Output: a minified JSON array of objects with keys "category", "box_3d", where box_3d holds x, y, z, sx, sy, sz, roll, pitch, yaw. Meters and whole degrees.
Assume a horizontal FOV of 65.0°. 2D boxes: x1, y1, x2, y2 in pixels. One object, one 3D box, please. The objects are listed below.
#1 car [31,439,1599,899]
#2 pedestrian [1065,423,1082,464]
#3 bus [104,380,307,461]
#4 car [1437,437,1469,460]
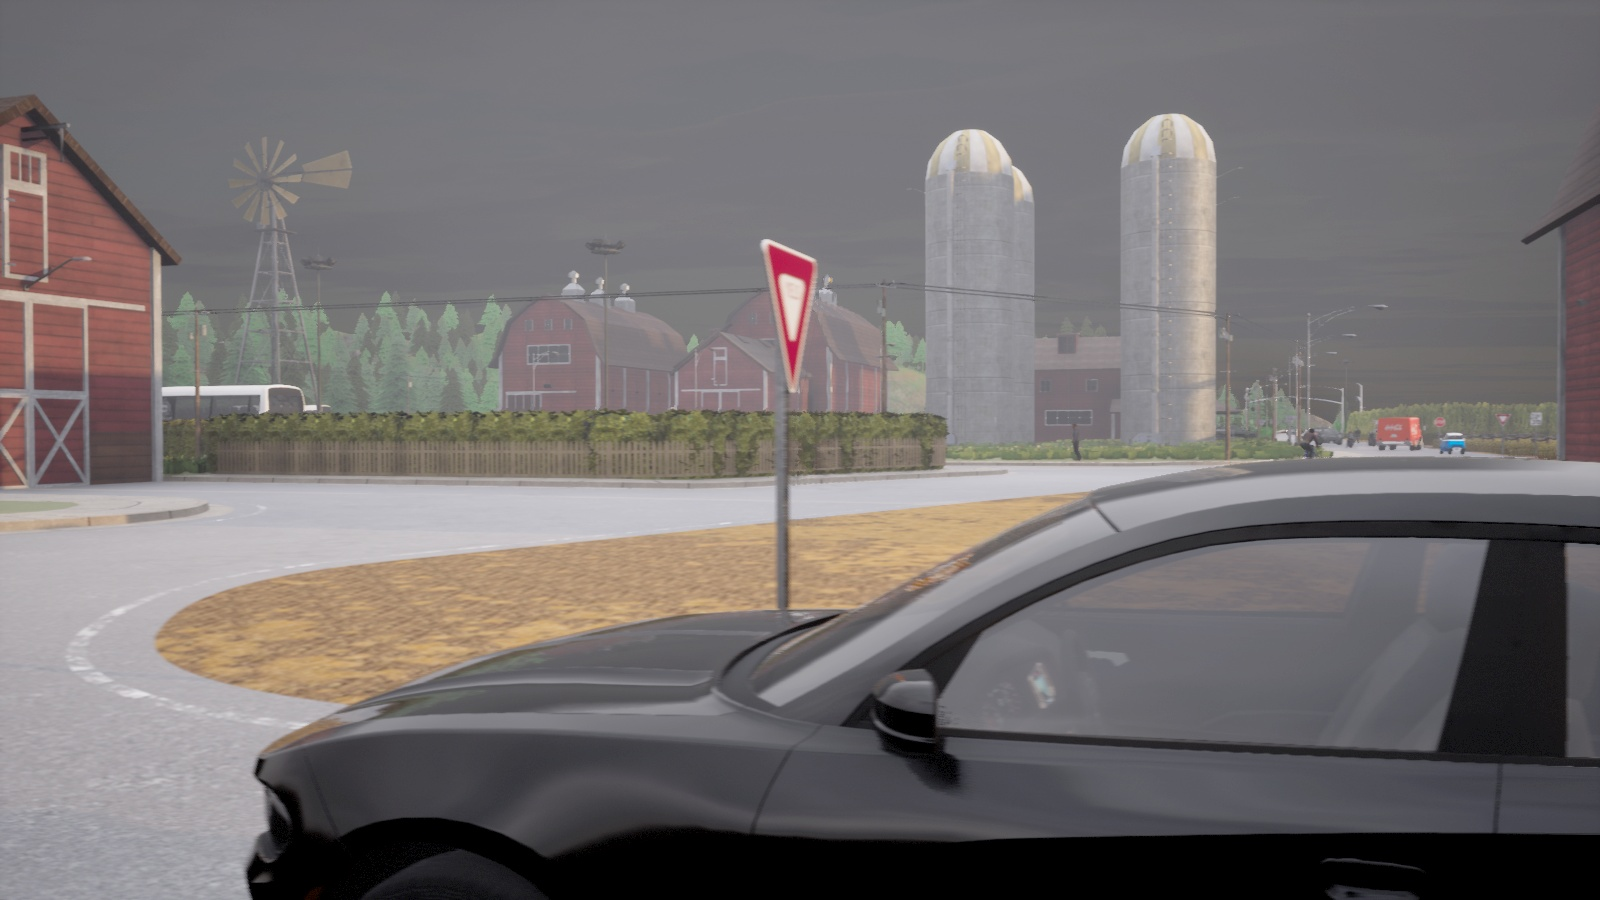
[{"category":"car","box_3d":[0.983,0.762,2.864,5.008,1.535,1.882,1,1,19]},{"category":"pedestrian","box_3d":[13.188,-0.300,60.479,0.788,1.949,0.423,0,1,12]},{"category":"bus","box_3d":[-32.918,-1.647,69.551,10.273,4.253,3.944,1,1,18]},{"category":"car","box_3d":[41.528,-0.101,79.889,1.481,1.376,2.207,1,1,18]}]
